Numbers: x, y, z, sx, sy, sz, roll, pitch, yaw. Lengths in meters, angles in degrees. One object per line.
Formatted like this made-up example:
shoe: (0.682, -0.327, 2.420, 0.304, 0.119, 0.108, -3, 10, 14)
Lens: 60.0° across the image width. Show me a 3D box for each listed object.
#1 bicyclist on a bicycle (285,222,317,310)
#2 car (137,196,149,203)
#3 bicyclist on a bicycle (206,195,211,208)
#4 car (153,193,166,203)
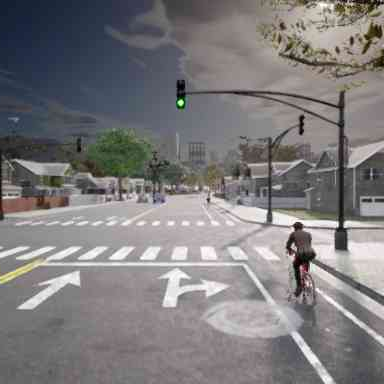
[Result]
bicyclist on a bicycle: (2.251, 1.455, 6.907, 0.582, 1.620, 1.656, 0, 0, 0)
car: (-9.740, 1.513, 66.109, 1.812, 1.442, 4.674, 0, 0, 0)
bicyclist on a bicycle: (2.258, 1.358, 45.539, 0.659, 1.776, 1.843, 0, 0, 0)
car: (-6.490, 1.226, 66.078, 2.150, 2.045, 5.566, 0, 0, 0)
